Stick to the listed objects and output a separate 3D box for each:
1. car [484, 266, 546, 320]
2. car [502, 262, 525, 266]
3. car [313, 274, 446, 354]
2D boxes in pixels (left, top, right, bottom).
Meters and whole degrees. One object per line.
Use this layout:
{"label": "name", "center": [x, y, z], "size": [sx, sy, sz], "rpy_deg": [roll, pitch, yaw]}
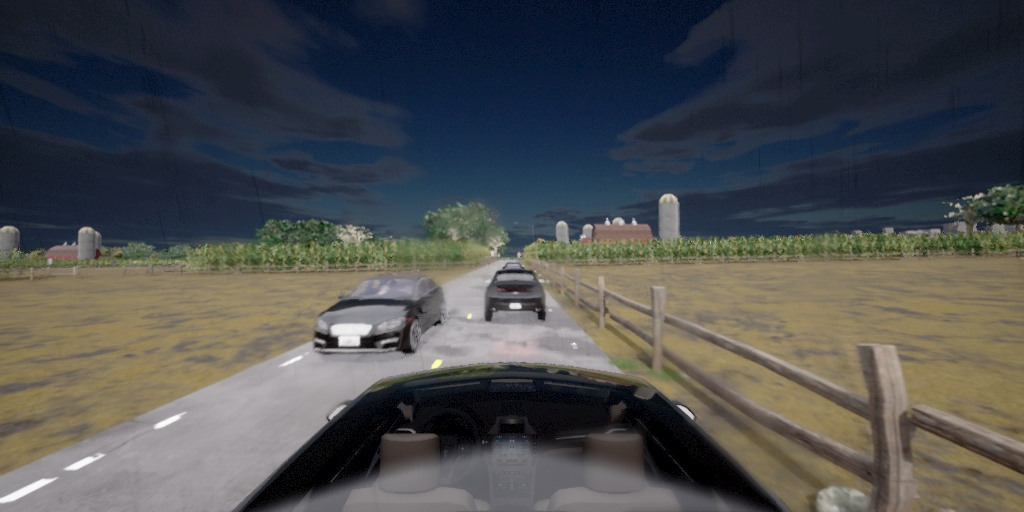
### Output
{"label": "car", "center": [0.104, 1.205, 12.338], "size": [1.837, 1.490, 4.892], "rpy_deg": [0, -2, 0]}
{"label": "car", "center": [0.112, 1.183, 29.227], "size": [1.994, 1.385, 4.181], "rpy_deg": [0, 0, 0]}
{"label": "car", "center": [-2.845, 1.214, 8.724], "size": [2.128, 1.511, 4.902], "rpy_deg": [0, 0, 0]}
